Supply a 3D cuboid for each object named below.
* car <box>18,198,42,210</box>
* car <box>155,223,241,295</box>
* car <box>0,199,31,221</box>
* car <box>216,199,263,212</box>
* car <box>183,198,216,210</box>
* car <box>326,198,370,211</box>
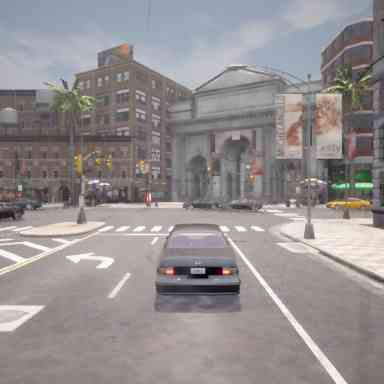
[{"bbox_3d":[-21.302,1.505,41.529,4.892,1.490,1.837,0,0,1],"label":"car"},{"bbox_3d":[0.118,1.547,8.840,2.033,1.411,5.357,0,0,0],"label":"car"},{"bbox_3d":[-14.703,1.491,24.696,2.128,1.511,4.902,0,0,11],"label":"car"},{"bbox_3d":[5.531,1.491,37.625,4.902,1.511,2.128,0,0,-1],"label":"car"},{"bbox_3d":[1.274,1.505,41.294,4.892,1.490,1.837,0,0,1],"label":"car"},{"bbox_3d":[19.222,1.478,41.093,5.008,1.535,1.882,0,0,1],"label":"car"}]
